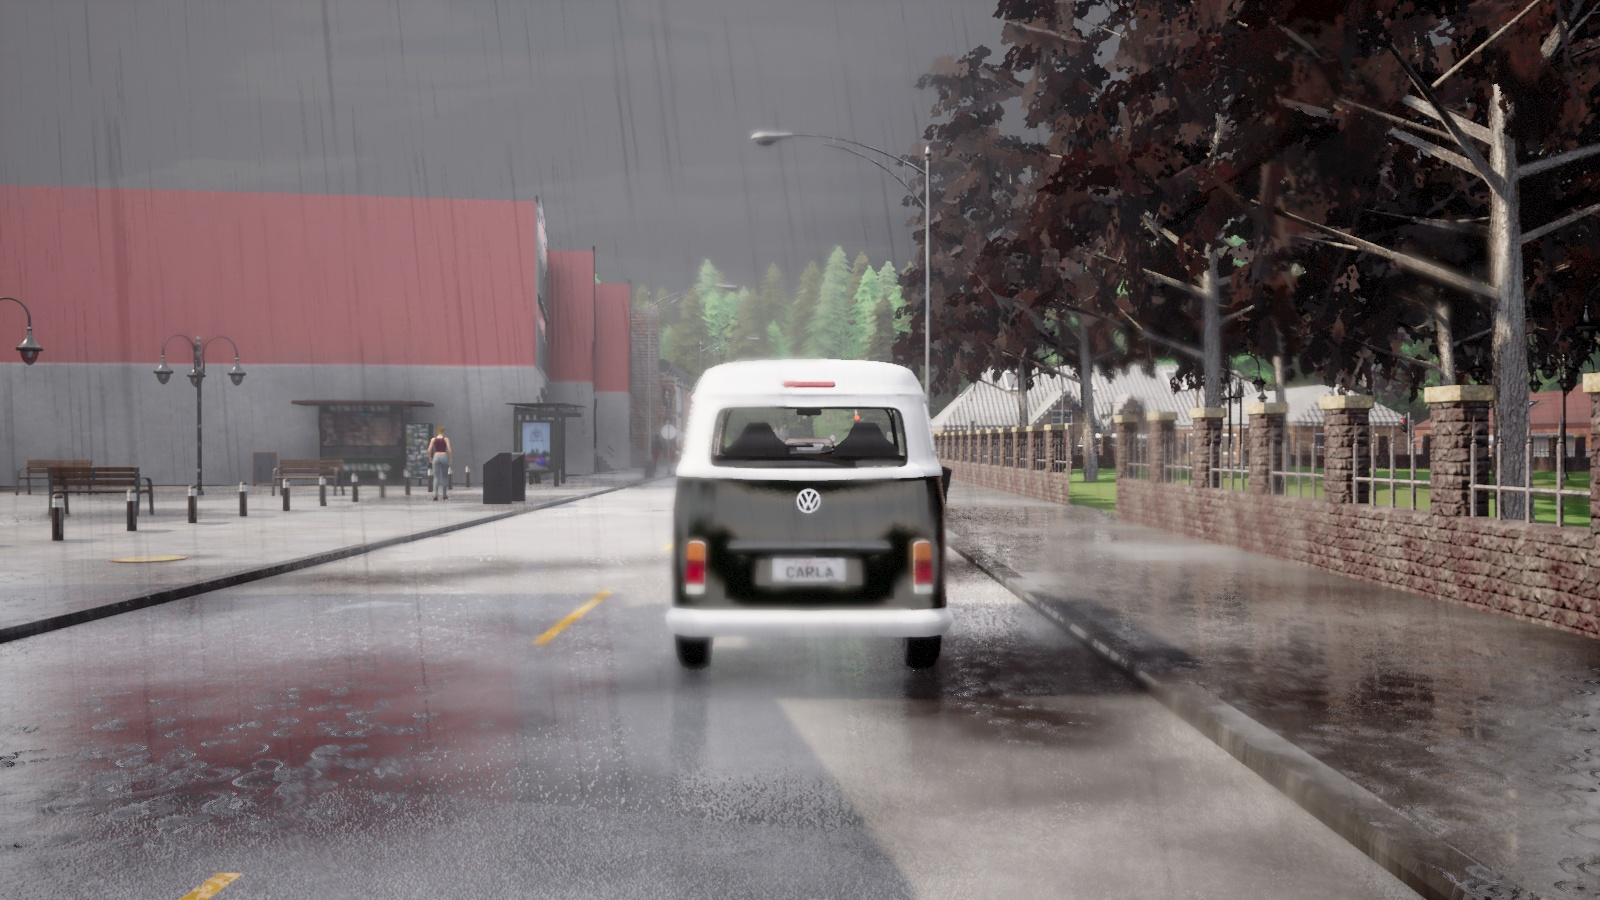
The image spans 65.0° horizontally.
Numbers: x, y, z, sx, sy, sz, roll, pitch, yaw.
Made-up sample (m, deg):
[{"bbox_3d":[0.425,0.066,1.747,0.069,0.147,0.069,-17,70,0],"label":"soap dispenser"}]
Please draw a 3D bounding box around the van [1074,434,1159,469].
[{"bbox_3d":[18.766,0.082,74.609,4.480,2.038,2.069,0,0,-1],"label":"van"}]

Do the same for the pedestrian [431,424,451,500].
[{"bbox_3d":[-8.745,0.284,30.576,0.345,1.836,0.594,0,0,-4],"label":"pedestrian"}]

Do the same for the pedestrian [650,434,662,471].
[{"bbox_3d":[-7.178,0.104,62.739,0.353,1.847,0.614,0,0,18],"label":"pedestrian"}]

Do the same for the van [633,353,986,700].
[{"bbox_3d":[0.070,0.421,9.613,2.069,2.038,4.480,0,1,0],"label":"van"}]
